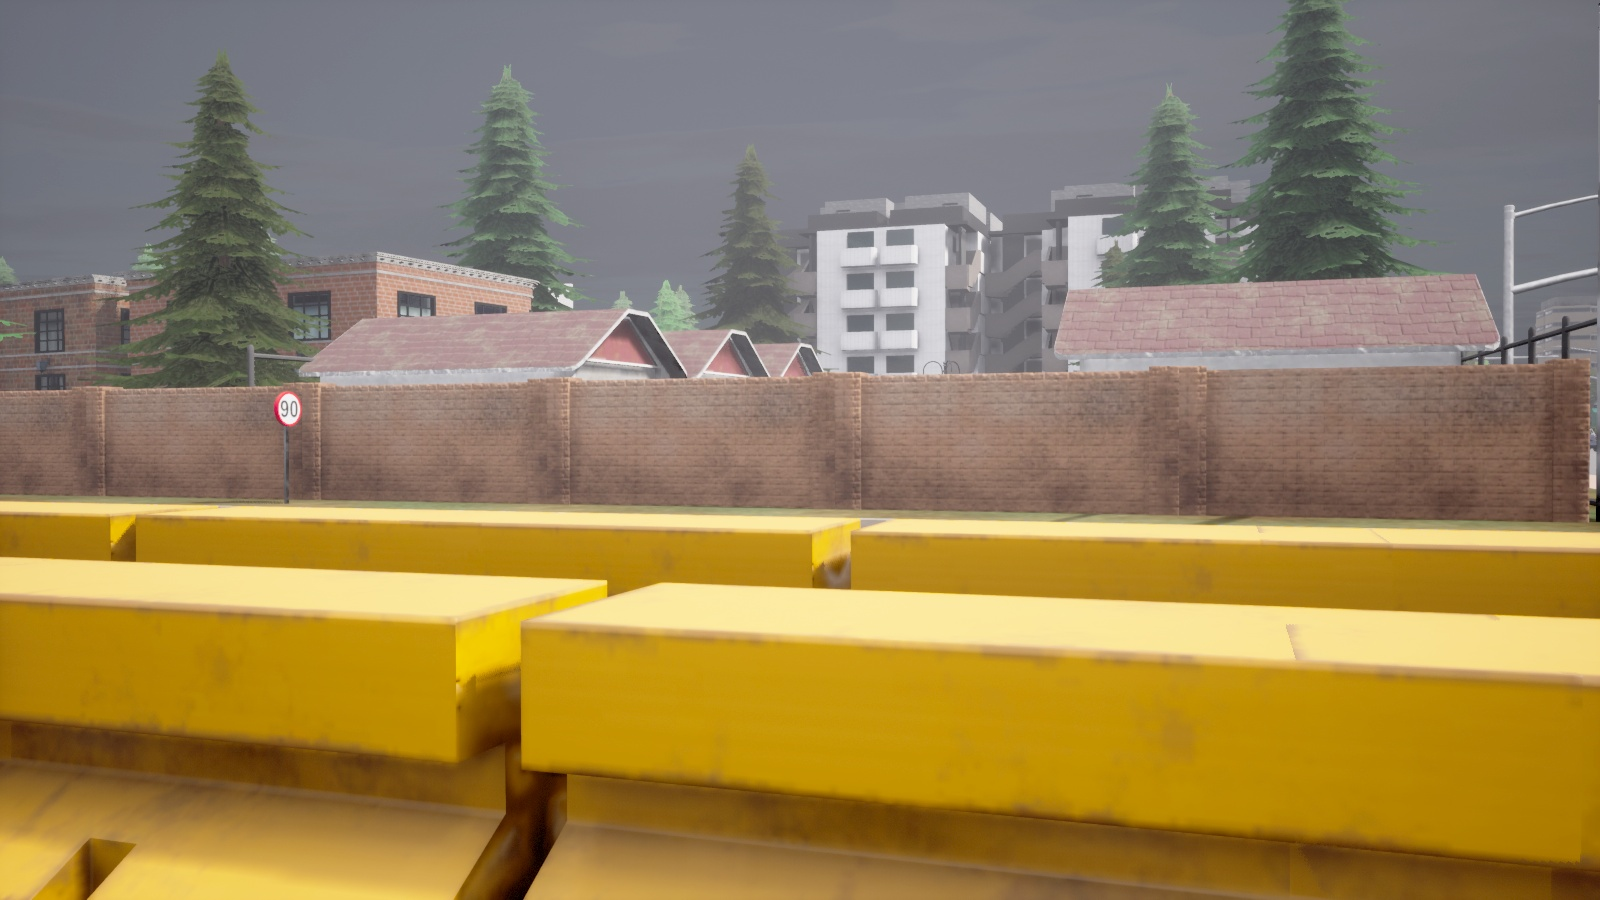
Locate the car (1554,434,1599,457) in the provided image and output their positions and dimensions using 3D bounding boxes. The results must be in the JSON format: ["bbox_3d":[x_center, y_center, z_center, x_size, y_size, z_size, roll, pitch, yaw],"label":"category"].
[{"bbox_3d":[50.429,-0.323,81.439,1.970,1.475,3.806,1,1,20],"label":"car"}]
